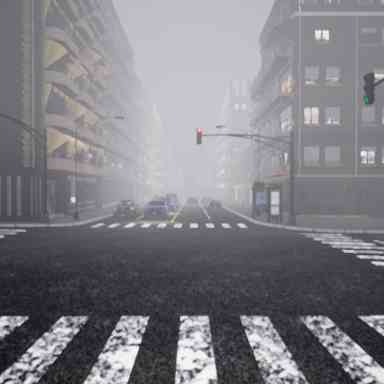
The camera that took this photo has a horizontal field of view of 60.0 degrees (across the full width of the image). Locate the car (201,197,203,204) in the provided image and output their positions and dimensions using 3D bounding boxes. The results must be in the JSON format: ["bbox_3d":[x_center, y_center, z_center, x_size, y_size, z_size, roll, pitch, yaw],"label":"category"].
[{"bbox_3d":[2.668,1.506,46.334,1.887,1.381,4.507,0,0,0],"label":"car"}]

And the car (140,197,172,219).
[{"bbox_3d":[-3.101,1.452,29.503,1.882,1.535,5.008,0,0,-1],"label":"car"}]

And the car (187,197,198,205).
[{"bbox_3d":[0.076,1.516,58.247,1.994,1.385,4.181,0,0,0],"label":"car"}]

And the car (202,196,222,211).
[{"bbox_3d":[2.670,1.516,40.696,2.008,1.369,4.403,0,0,0],"label":"car"}]

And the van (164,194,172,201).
[{"bbox_3d":[-5.728,1.275,80.169,1.690,1.788,3.998,0,0,0],"label":"van"}]

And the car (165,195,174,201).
[{"bbox_3d":[-5.729,1.479,85.808,2.008,1.369,4.403,0,0,0],"label":"car"}]

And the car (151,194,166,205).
[{"bbox_3d":[-5.719,1.268,57.613,2.192,1.841,5.009,0,0,0],"label":"car"}]

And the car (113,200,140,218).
[{"bbox_3d":[-5.706,1.415,29.421,1.967,1.590,4.097,0,0,0],"label":"car"}]

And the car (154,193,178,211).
[{"bbox_3d":[-3.105,1.319,39.130,2.097,1.767,4.553,0,0,0],"label":"car"}]
